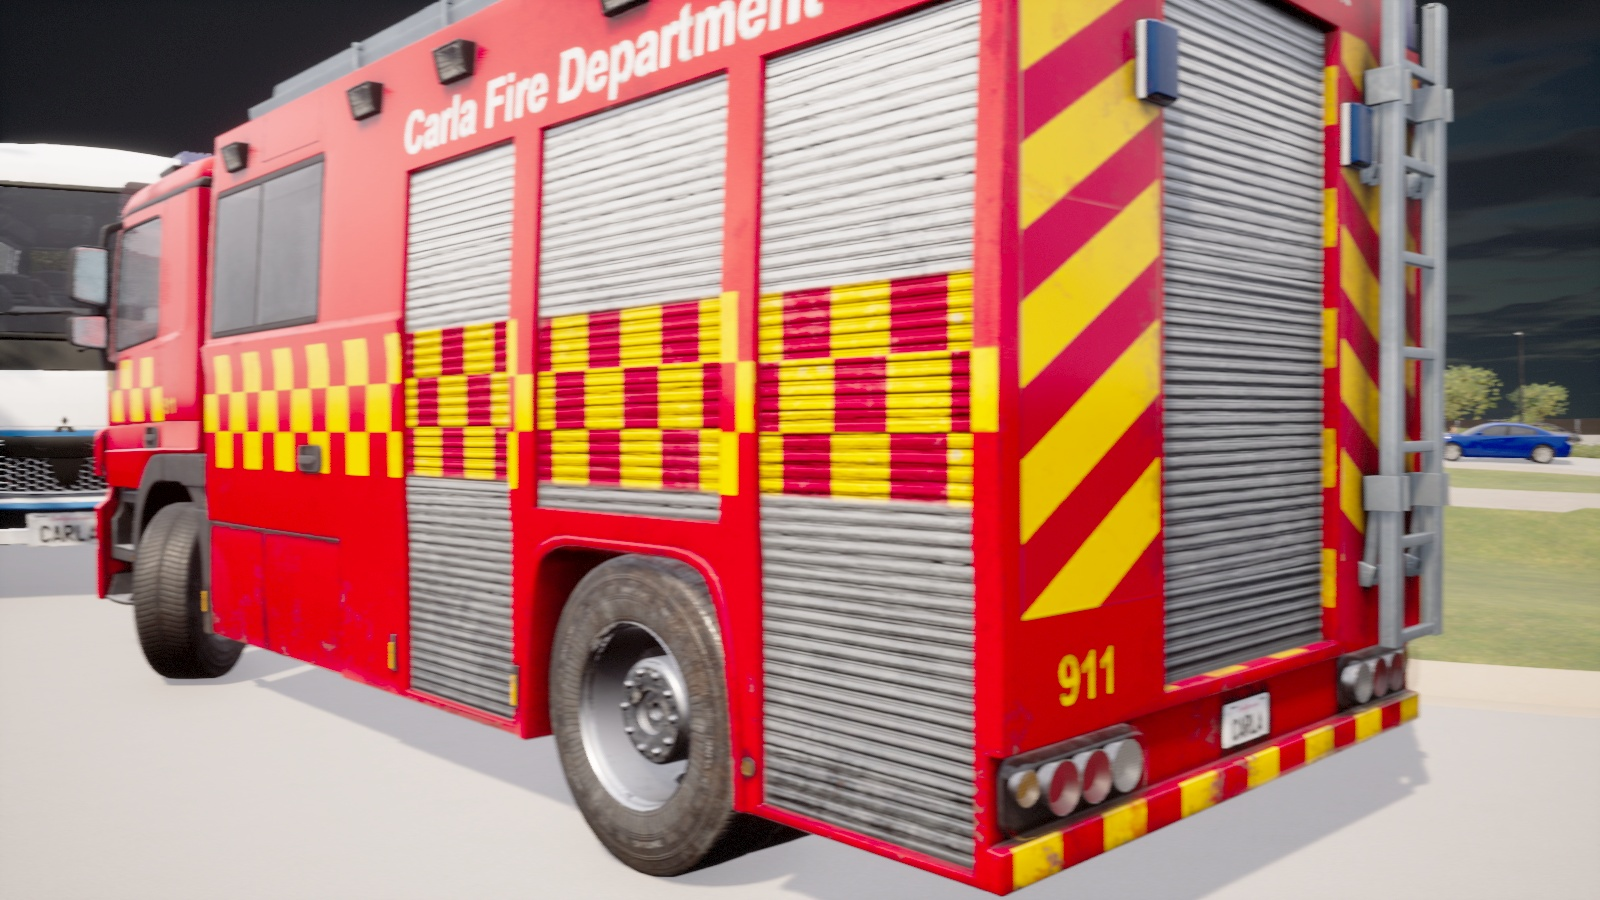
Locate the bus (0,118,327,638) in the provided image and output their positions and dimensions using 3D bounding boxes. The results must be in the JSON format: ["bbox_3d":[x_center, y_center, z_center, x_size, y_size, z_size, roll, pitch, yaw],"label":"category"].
[{"bbox_3d":[-8.276,-0.939,15.146,3.944,4.253,10.273,-2,5,-25],"label":"bus"}]

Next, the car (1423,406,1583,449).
[{"bbox_3d":[26.565,-0.878,47.651,5.008,1.535,1.882,0,3,20],"label":"car"}]

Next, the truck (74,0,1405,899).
[{"bbox_3d":[-1.439,-0.400,7.382,2.891,3.827,8.468,-3,2,-43],"label":"truck"}]

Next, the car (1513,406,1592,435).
[{"bbox_3d":[43.449,-1.695,72.559,3.705,1.549,1.789,-1,0,24],"label":"car"}]
